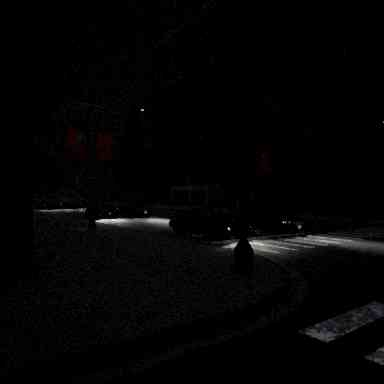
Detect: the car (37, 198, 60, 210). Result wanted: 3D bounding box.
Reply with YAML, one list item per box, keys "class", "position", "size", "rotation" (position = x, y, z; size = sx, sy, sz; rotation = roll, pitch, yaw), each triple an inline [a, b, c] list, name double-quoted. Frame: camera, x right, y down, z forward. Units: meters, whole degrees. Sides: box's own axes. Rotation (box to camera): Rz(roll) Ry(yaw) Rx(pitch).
- class: "car"
  position: [-20.848, 1.661, 47.743]
  size: [1.882, 1.535, 5.008]
  rotation: [0, -1, -35]

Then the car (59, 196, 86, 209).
- class: "car"
  position: [-17.562, 1.711, 48.725]
  size: [1.812, 1.442, 4.674]
  rotation: [0, -1, -35]

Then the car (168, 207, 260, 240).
- class: "car"
  position: [0.761, 1.589, 17.534]
  size: [2.033, 1.411, 5.357]
  rotation: [0, 0, -36]

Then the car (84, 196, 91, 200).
- class: "car"
  position: [-19.134, 1.819, 56.681]
  size: [1.895, 1.301, 4.718]
  rotation: [0, 0, -36]

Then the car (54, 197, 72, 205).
- class: "car"
  position: [-25.210, 1.746, 65.129]
  size: [2.128, 1.511, 4.902]
  rotation: [0, 0, -36]

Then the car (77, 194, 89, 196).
- class: "car"
  position: [-21.928, 1.475, 66.133]
  size: [2.150, 2.045, 5.566]
  rotation: [0, 0, -36]

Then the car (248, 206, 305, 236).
- class: "car"
  position: [3.970, 1.537, 18.892]
  size: [2.128, 1.511, 4.902]
  rotation: [0, 0, -38]

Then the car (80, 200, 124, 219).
- class: "car"
  position: [-8.146, 1.664, 29.926]
  size: [1.994, 1.385, 4.181]
  rotation: [0, 0, -36]

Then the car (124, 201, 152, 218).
- class: "car"
  position: [-5.589, 1.600, 31.936]
  size: [2.128, 1.511, 4.902]
  rotation: [0, 0, -36]
